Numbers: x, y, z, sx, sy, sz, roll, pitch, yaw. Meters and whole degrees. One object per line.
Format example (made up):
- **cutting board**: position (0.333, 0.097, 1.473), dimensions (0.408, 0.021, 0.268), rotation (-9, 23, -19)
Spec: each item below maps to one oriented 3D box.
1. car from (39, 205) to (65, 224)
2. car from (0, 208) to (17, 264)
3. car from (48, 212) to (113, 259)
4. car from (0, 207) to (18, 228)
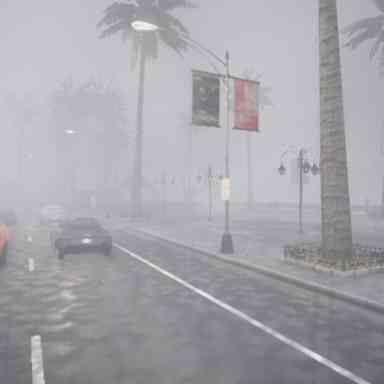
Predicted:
- **car**: position (-11.491, 1.815, 27.374), dimensions (1.812, 1.442, 4.674), rotation (0, -1, -27)
- **car**: position (-7.714, 1.476, 11.982), dimensions (2.097, 1.767, 4.553), rotation (0, -1, -26)
- **car**: position (-4.575, 1.709, 13.532), dimensions (1.994, 1.385, 4.181), rotation (0, -1, -26)
- **car**: position (-14.325, 1.864, 25.248), dimensions (1.895, 1.301, 4.718), rotation (0, -1, -27)
